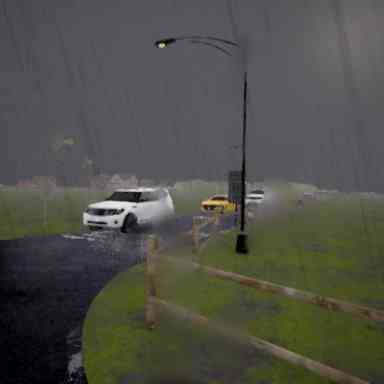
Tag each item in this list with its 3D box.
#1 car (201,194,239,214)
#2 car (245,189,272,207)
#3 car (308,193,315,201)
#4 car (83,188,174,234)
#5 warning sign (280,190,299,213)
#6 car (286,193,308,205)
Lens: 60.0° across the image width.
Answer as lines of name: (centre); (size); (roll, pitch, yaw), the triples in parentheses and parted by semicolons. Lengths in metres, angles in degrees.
car: (2.425, 0.983, 28.081); (1.882, 1.535, 5.008); (2, 1, 26)
car: (7.973, 0.639, 39.391); (2.150, 2.045, 5.566); (2, 1, 26)
car: (19.885, 0.843, 57.124); (1.882, 1.535, 5.008); (2, 1, 26)
car: (-2.970, 0.821, 16.987); (2.150, 2.045, 5.566); (2, 1, 26)
warning sign: (8.033, 0.740, 27.479); (1.300, 1.860, 1.060); (1, 1, 26)
car: (14.068, 1.044, 45.229); (1.895, 1.301, 4.718); (2, 1, 26)
